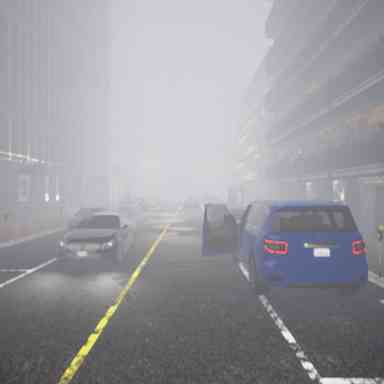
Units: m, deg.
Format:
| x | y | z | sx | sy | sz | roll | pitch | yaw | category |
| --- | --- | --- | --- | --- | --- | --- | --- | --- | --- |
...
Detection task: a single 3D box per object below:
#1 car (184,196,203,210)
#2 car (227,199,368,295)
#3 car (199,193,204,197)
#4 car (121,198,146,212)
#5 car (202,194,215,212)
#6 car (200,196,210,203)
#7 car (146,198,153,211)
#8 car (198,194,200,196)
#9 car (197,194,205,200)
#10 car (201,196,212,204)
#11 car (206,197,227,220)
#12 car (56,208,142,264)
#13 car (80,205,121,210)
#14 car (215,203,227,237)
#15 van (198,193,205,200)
| x | y | z | sx | sy | sz | roll | pitch | yaw | category |
| --- | --- | --- | --- | --- | --- | --- | --- | --- | --- |
| 0.001 | 1.508 | 40.333 | 1.895 | 1.301 | 4.718 | 0 | 0 | 0 | car |
| 2.375 | 1.198 | 8.780 | 2.150 | 2.045 | 5.566 | 0 | 0 | 0 | car |
| 2.575 | 1.197 | 53.228 | 2.192 | 1.841 | 5.009 | 0 | 0 | 0 | car |
| -5.756 | 1.477 | 30.615 | 2.008 | 1.369 | 4.403 | 0 | 0 | 0 | car |
| 2.599 | 1.344 | 41.930 | 1.967 | 1.590 | 4.097 | 0 | 0 | 0 | car |
| 2.550 | 1.442 | 64.525 | 1.802 | 1.307 | 4.206 | 0 | 0 | 0 | car |
| -5.769 | 1.355 | 36.265 | 1.967 | 1.590 | 4.097 | 0 | 0 | 0 | car |
| -0.110 | 1.364 | 50.835 | 1.882 | 1.535 | 5.008 | 0 | 0 | 0 | car |
| 2.489 | 1.385 | 92.768 | 1.947 | 1.339 | 4.313 | 0 | 0 | 0 | car |
| 2.562 | 1.453 | 58.877 | 1.802 | 1.307 | 4.206 | 0 | 0 | 0 | car |
| 2.624 | 1.477 | 30.634 | 2.008 | 1.369 | 4.403 | 0 | 0 | 0 | car |
| -3.126 | 1.495 | 11.789 | 1.812 | 1.442 | 4.674 | 0 | 0 | 0 | car |
| -5.732 | 1.517 | 19.318 | 1.947 | 1.339 | 4.313 | 0 | 0 | 0 | car |
| 2.649 | 1.517 | 19.337 | 1.947 | 1.339 | 4.313 | 0 | 0 | 0 | car |
| 2.500 | 1.168 | 87.119 | 1.690 | 1.788 | 3.998 | 0 | 0 | 0 | van |
